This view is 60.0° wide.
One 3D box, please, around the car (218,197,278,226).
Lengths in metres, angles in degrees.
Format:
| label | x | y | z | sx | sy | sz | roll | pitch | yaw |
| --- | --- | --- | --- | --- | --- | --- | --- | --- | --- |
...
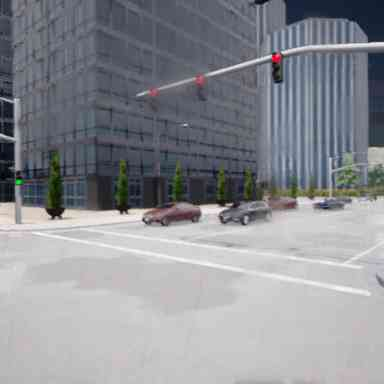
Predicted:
| label | x | y | z | sx | sy | sz | roll | pitch | yaw |
| --- | --- | --- | --- | --- | --- | --- | --- | --- | --- |
| car | 3.670 | 1.346 | 22.474 | 1.837 | 1.490 | 4.892 | 0 | 1 | 41 |

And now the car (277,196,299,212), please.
| label | x | y | z | sx | sy | sz | roll | pitch | yaw |
| --- | --- | --- | --- | --- | --- | --- | --- | --- | --- |
| car | 9.215 | 1.193 | 34.156 | 1.882 | 1.535 | 5.008 | 0 | 1 | 41 |

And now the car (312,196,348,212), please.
| label | x | y | z | sx | sy | sz | roll | pitch | yaw |
| --- | --- | --- | --- | --- | --- | --- | --- | --- | --- |
| car | 14.196 | 1.283 | 34.540 | 1.895 | 1.301 | 4.718 | 0 | 1 | 41 |

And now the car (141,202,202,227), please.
| label | x | y | z | sx | sy | sz | roll | pitch | yaw |
| --- | --- | --- | --- | --- | --- | --- | --- | --- | --- |
| car | -1.236 | 1.400 | 22.142 | 1.812 | 1.442 | 4.674 | 0 | 1 | 41 |

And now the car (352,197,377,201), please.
| label | x | y | z | sx | sy | sz | roll | pitch | yaw |
| --- | --- | --- | --- | --- | --- | --- | --- | --- | --- |
| car | 24.425 | 0.669 | 46.135 | 2.128 | 1.511 | 4.902 | 0 | 1 | 41 |

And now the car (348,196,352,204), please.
| label | x | y | z | sx | sy | sz | roll | pitch | yaw |
| --- | --- | --- | --- | --- | --- | --- | --- | --- | --- |
| car | 21.770 | 1.170 | 48.416 | 1.895 | 1.301 | 4.718 | 0 | 1 | 41 |
